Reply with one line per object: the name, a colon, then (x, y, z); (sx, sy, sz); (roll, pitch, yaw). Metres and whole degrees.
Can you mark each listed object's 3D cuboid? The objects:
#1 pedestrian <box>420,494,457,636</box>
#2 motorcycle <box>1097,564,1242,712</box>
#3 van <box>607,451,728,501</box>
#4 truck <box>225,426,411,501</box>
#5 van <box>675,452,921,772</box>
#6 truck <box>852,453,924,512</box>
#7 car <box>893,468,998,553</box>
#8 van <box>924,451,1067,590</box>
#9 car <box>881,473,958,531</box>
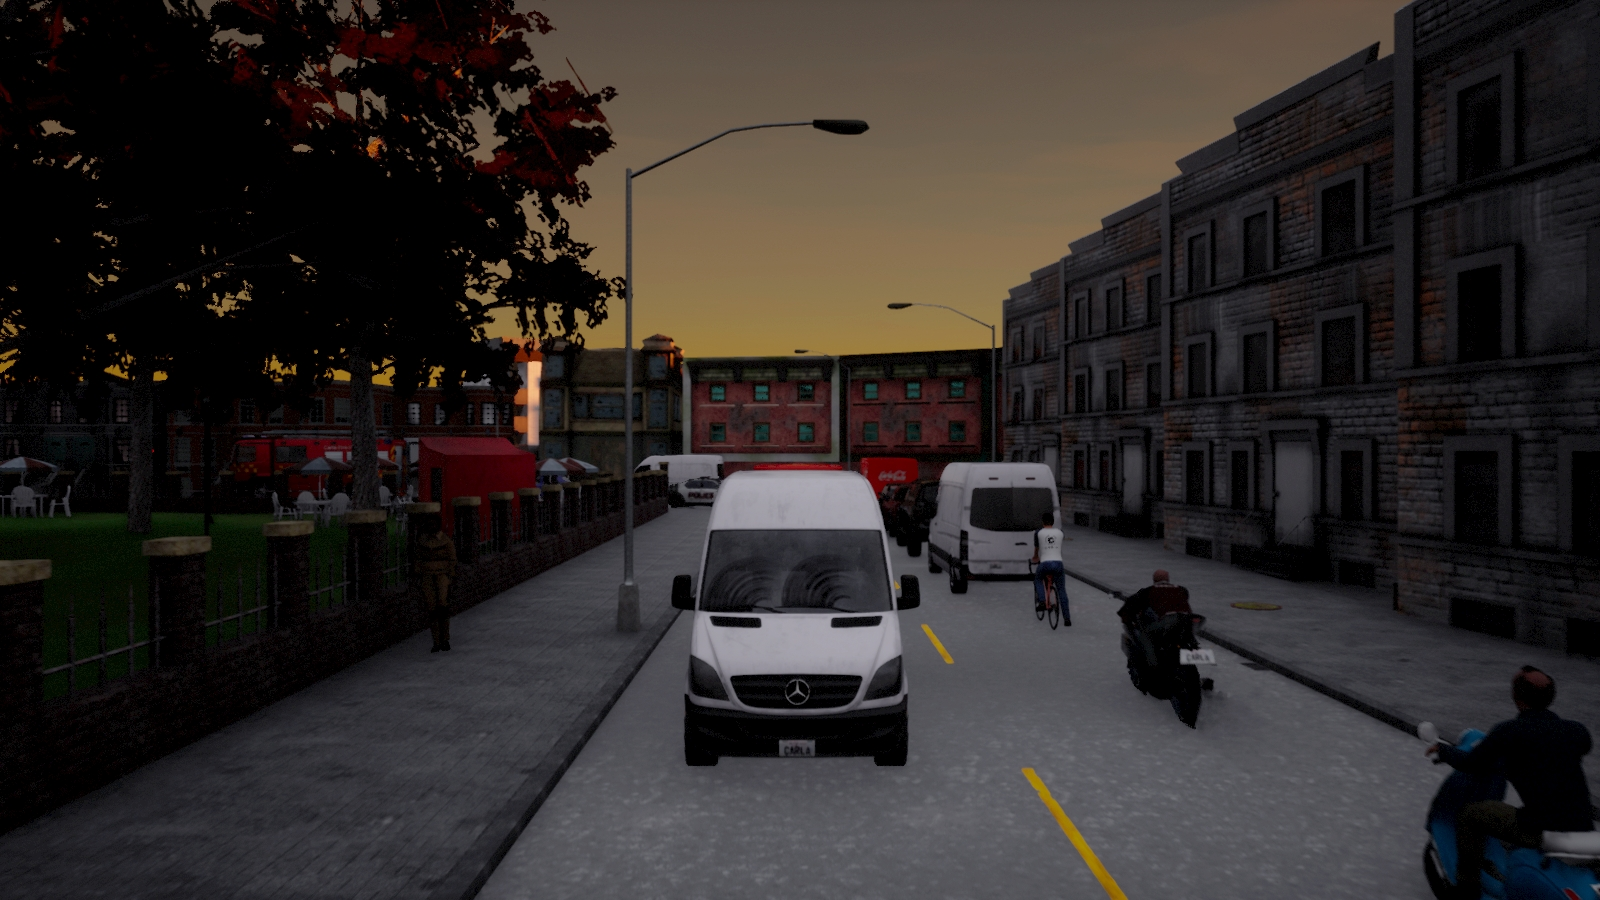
pedestrian: (-4.821, 1.526, 15.245); (0.375, 1.860, 0.375); (0, 0, 1)
motorcycle: (3.973, 1.985, 12.498); (0.867, 1.251, 2.209); (0, 0, 0)
van: (-6.857, 1.317, 59.462); (5.915, 2.561, 1.988); (0, 0, 10)
truck: (-25.006, 0.673, 59.570); (8.468, 3.827, 2.891); (0, 0, -1)
van: (-0.032, 1.315, 12.183); (1.988, 2.561, 5.915); (0, 0, 0)
truck: (3.802, 1.351, 50.498); (2.627, 2.467, 5.204); (0, 0, -2)
car: (3.886, 1.561, 31.536); (2.150, 2.045, 5.566); (0, 0, 0)
van: (3.949, 1.315, 24.113); (1.988, 2.561, 5.915); (0, 0, 0)
car: (3.931, 1.687, 38.331); (2.097, 1.767, 4.553); (0, 0, 0)
